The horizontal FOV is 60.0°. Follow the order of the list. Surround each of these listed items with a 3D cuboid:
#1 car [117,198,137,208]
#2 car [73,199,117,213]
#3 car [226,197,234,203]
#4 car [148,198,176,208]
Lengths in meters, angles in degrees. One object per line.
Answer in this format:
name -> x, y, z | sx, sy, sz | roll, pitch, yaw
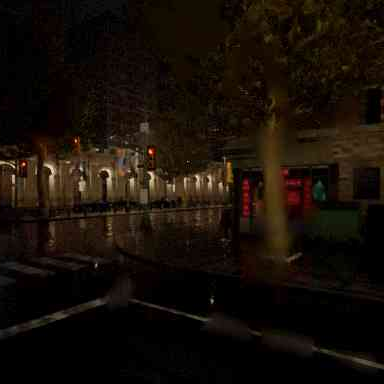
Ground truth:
car -> -10.252, 1.595, 47.928 | 1.895, 1.301, 4.718 | 0, 0, 36
car -> -10.713, 1.564, 35.917 | 1.994, 1.385, 4.181 | 0, 0, 36
car -> 8.429, 1.548, 62.311 | 2.033, 1.411, 5.357 | 0, 0, 36
car -> -4.042, 1.563, 45.169 | 1.994, 1.385, 4.181 | 0, 0, 36
